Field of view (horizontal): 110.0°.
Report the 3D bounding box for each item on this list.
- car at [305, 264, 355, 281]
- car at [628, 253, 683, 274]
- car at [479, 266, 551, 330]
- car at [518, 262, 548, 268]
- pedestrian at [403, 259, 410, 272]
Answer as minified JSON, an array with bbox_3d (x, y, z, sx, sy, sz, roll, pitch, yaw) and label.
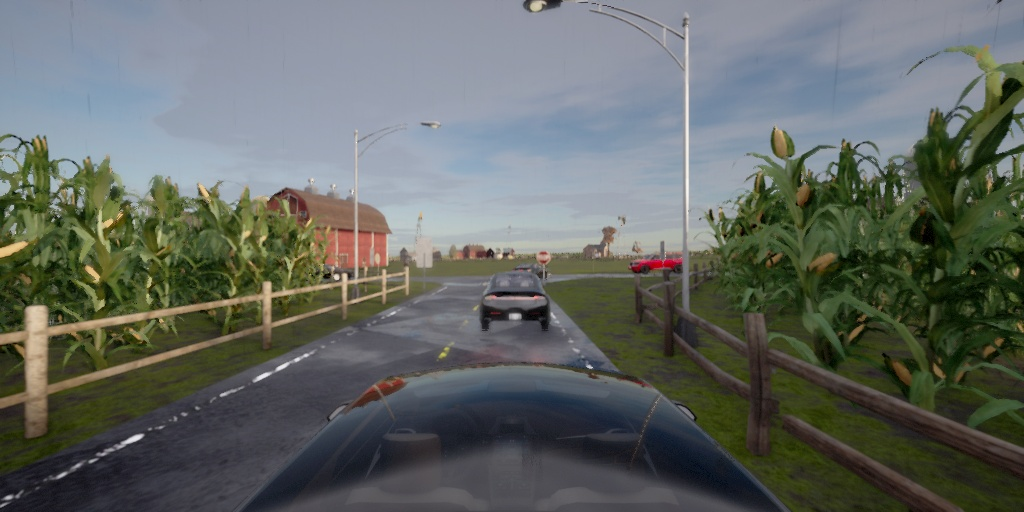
[{"bbox_3d":[-16.945,1.466,32.717,5.008,1.535,1.882,-1,-1,5],"label":"car"},{"bbox_3d":[14.340,0.715,35.288,5.566,2.045,2.150,-1,0,-4],"label":"car"},{"bbox_3d":[0.079,1.241,11.053,2.128,1.511,4.902,0,0,0],"label":"car"},{"bbox_3d":[1.542,1.231,27.426,2.128,1.511,4.902,-1,0,23],"label":"car"},{"bbox_3d":[-11.275,1.233,38.165,0.375,1.860,0.375,0,0,4],"label":"pedestrian"}]
